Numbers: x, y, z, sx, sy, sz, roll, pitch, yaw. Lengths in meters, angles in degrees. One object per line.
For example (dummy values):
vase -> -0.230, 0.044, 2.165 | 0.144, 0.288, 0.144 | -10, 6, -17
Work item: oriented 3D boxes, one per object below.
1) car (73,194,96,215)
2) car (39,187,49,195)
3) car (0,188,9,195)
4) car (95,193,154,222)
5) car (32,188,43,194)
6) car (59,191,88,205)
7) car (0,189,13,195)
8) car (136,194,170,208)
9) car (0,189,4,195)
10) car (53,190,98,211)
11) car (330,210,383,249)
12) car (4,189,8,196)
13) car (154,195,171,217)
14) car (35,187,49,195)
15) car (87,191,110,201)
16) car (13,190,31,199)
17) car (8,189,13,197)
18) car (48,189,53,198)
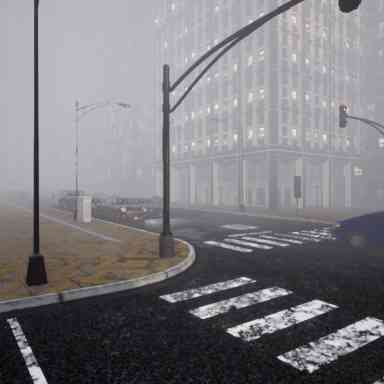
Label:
car -> -7.839, 1.103, 26.773 | 1.802, 1.307, 4.206 | 1, 0, -36
car -> -33.501, -0.021, 77.050 | 1.887, 1.381, 4.507 | 1, 0, -36
car -> -43.513, -0.113, 76.642 | 1.887, 1.381, 4.507 | 1, 0, -36
car -> -4.592, 1.068, 22.239 | 1.967, 1.590, 4.097 | 1, 0, -36
car -> -39.990, -0.213, 86.121 | 1.947, 1.339, 4.313 | 1, 0, -36
car -> -14.500, 0.719, 40.551 | 2.128, 1.511, 4.902 | 0, 1, -35
car -> -40.271, 0.015, 72.108 | 1.947, 1.339, 4.313 | 1, 0, -36
car -> -4.303, 0.982, 36.233 | 1.802, 1.307, 4.206 | 1, 0, -36
car -> -37.027, 0.107, 67.575 | 2.008, 1.369, 4.403 | 1, 0, -36
car -> -11.075, 0.729, 31.306 | 2.192, 1.841, 5.009 | 1, 0, -36
car -> 7.764, 1.437, 12.575 | 4.674, 1.442, 1.812 | 1, 2, 31
car -> -33.783, 0.208, 63.041 | 1.887, 1.381, 4.507 | 1, 0, -36
car -> -3.718, 1.131, 25.441 | 2.033, 1.411, 5.357 | 0, 1, -36
car -> -36.740, -0.357, 81.585 | 2.192, 1.841, 5.009 | 1, 0, -36
car -> -14.036, 0.643, 49.839 | 1.947, 1.339, 4.313 | 1, 0, -36
car -> -27.297, 0.422, 53.974 | 1.887, 1.381, 4.507 | 1, 0, -36
car -> -30.540, 0.321, 58.508 | 2.008, 1.369, 4.403 | 1, 0, -36
car -> -23.089, 0.378, 58.018 | 1.812, 1.442, 4.674 | 0, 1, -36
